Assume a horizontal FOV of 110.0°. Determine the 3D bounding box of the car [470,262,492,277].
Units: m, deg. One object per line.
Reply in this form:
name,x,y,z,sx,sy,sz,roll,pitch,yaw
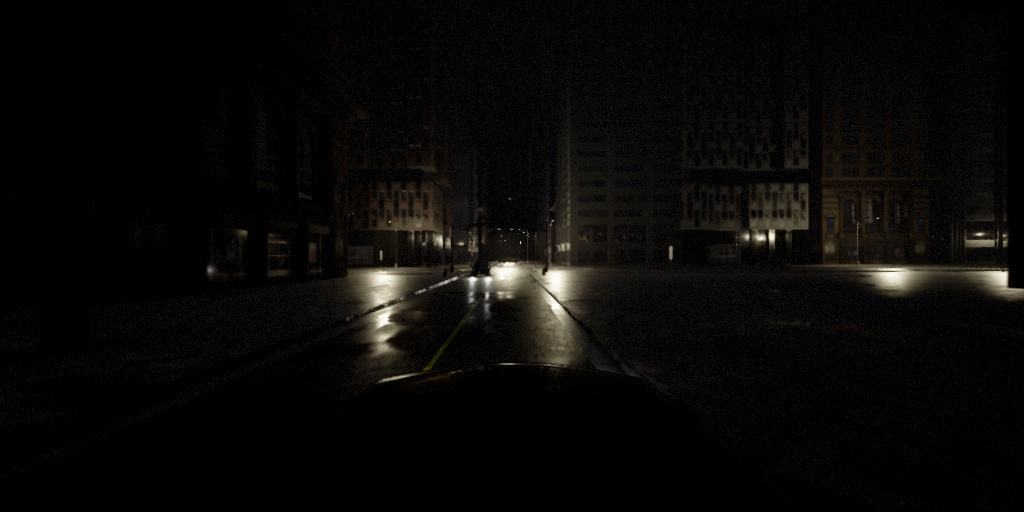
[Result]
car,-3.036,1.317,36.291,1.837,1.490,4.892,0,0,1
